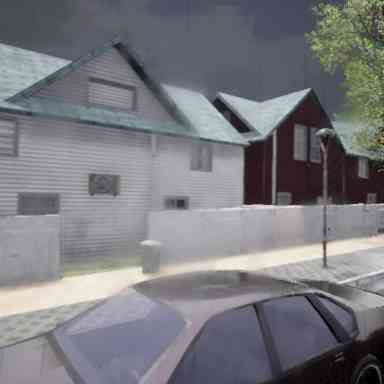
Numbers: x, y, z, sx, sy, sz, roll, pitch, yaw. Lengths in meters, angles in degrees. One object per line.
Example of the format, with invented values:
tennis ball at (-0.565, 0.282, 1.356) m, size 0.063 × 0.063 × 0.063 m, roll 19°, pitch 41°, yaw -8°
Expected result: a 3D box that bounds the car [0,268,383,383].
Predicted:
car at (0.083, 1.556, 3.127) m, size 5.357 × 1.411 × 2.033 m, roll 0°, pitch 0°, yaw -35°
